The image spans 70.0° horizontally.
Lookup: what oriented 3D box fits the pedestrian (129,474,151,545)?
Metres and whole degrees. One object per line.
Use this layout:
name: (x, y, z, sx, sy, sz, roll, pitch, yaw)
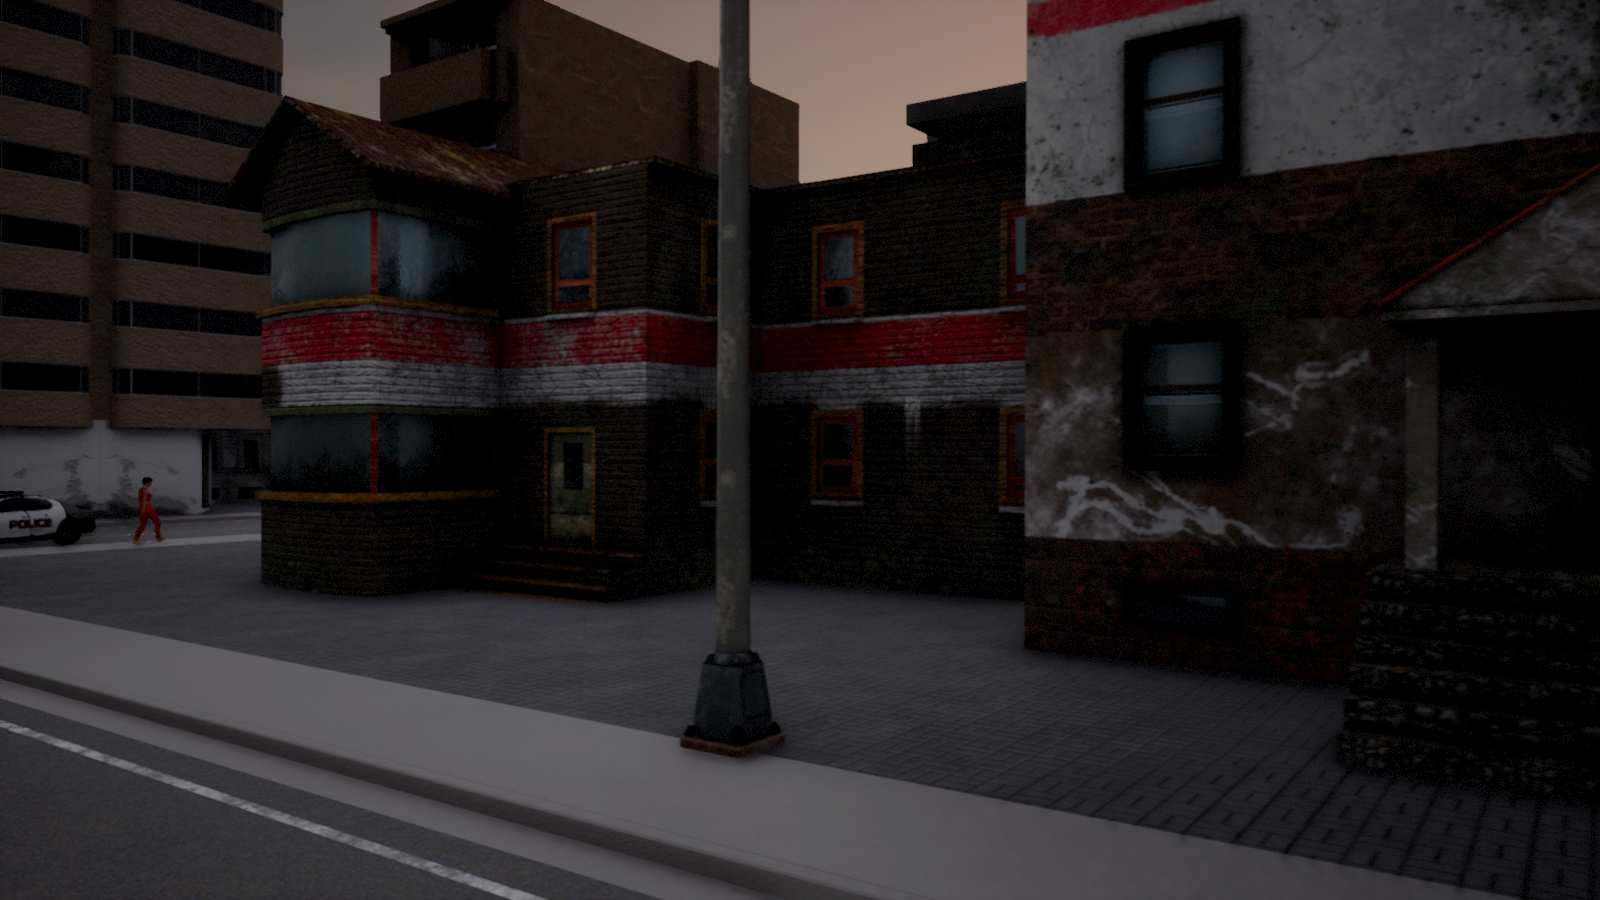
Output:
pedestrian: (-17.623, 1.576, 30.524, 0.375, 1.860, 0.375, 0, 0, 32)
